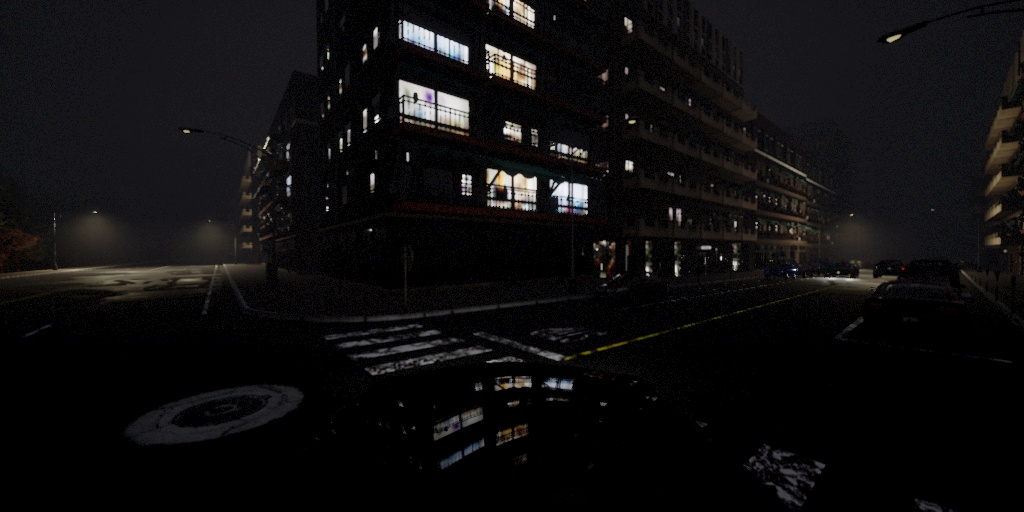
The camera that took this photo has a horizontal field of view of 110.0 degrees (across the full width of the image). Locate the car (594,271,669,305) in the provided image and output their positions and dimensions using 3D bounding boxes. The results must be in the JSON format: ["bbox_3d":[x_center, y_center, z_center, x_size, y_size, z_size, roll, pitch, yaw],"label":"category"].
[{"bbox_3d":[5.416,1.319,15.960,4.207,1.307,1.802,0,0,-40],"label":"car"}]

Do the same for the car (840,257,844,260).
[{"bbox_3d":[40.074,1.077,44.656,5.009,1.841,2.192,0,0,-40],"label":"car"}]

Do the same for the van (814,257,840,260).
[{"bbox_3d":[35.727,1.099,41.027,3.998,1.789,1.690,0,0,-40],"label":"van"}]

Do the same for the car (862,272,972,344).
[{"bbox_3d":[10.731,1.305,9.523,4.507,1.381,1.888,0,0,-40],"label":"car"}]

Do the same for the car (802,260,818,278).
[{"bbox_3d":[27.003,1.333,33.799,4.207,1.307,1.802,0,0,-40],"label":"car"}]

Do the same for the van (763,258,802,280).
[{"bbox_3d":[22.638,1.088,30.191,3.998,1.789,1.690,0,0,-40],"label":"van"}]

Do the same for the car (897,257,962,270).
[{"bbox_3d":[23.565,1.082,20.128,5.009,1.841,2.192,0,0,-40],"label":"car"}]

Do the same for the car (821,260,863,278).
[{"bbox_3d":[31.067,1.324,33.706,4.181,1.385,1.994,0,0,-40],"label":"car"}]

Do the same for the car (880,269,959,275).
[{"bbox_3d":[14.834,1.328,12.913,4.313,1.339,1.948,0,0,-40],"label":"car"}]

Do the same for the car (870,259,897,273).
[{"bbox_3d":[34.450,1.122,32.504,4.553,1.767,2.097,0,0,-39],"label":"car"}]

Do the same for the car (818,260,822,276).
[{"bbox_3d":[31.367,1.337,37.409,4.207,1.307,1.802,0,0,-40],"label":"car"}]
